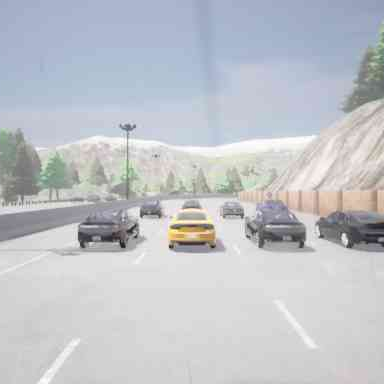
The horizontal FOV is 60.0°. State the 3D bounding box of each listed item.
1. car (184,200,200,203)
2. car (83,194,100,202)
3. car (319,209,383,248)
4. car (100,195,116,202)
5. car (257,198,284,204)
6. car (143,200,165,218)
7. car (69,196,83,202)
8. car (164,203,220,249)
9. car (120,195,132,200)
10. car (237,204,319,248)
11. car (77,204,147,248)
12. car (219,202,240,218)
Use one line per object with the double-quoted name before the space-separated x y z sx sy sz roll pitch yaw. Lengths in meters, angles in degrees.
"car" 0.000 1.514 29.650 1.837 1.490 4.892 0 0 0
"car" -21.000 1.297 71.009 2.097 1.767 4.553 0 0 0
"car" 7.000 1.514 14.650 1.837 1.490 4.892 0 0 0
"car" -17.500 1.442 70.979 1.837 1.490 4.892 0 0 0
"car" 7.000 1.364 29.620 2.097 1.767 4.553 0 0 0
"car" -3.500 1.493 29.650 2.128 1.511 4.902 0 0 0
"car" -24.500 1.537 70.949 1.895 1.301 4.718 0 0 0
"car" 0.000 1.482 14.650 1.882 1.535 5.008 0 0 0
"car" -14.000 1.467 70.979 2.128 1.511 4.902 0 0 0
"car" 3.500 1.492 14.650 2.128 1.511 4.902 0 0 0
"car" -3.500 1.492 14.650 2.128 1.511 4.902 0 0 0
"car" 3.500 1.561 29.650 2.033 1.411 5.357 0 0 0
